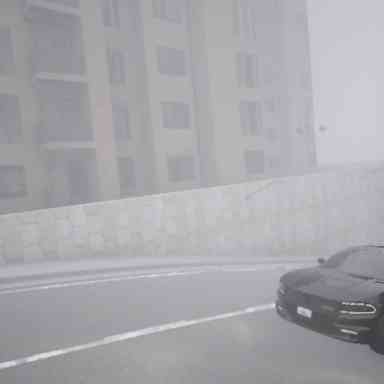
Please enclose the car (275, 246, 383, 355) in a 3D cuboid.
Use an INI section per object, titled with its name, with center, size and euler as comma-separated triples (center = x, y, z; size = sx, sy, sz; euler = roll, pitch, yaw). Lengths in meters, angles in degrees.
[car]
center = 3.827, 1.850, 6.704
size = 5.008, 1.535, 1.882
euler = 6, -4, -35
